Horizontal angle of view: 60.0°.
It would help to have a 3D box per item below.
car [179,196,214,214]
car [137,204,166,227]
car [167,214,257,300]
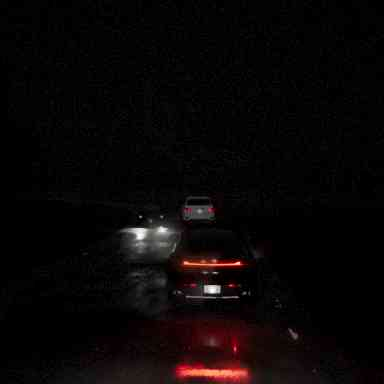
[{"bbox_3d":[0.309,1.335,24.479,2.150,2.045,5.566,0,0,-4],"label":"car"},{"bbox_3d":[-2.883,1.635,23.968,1.812,1.442,4.674,0,0,-5],"label":"car"},{"bbox_3d":[0.470,1.531,8.466,1.837,1.490,4.892,0,0,2],"label":"car"}]
